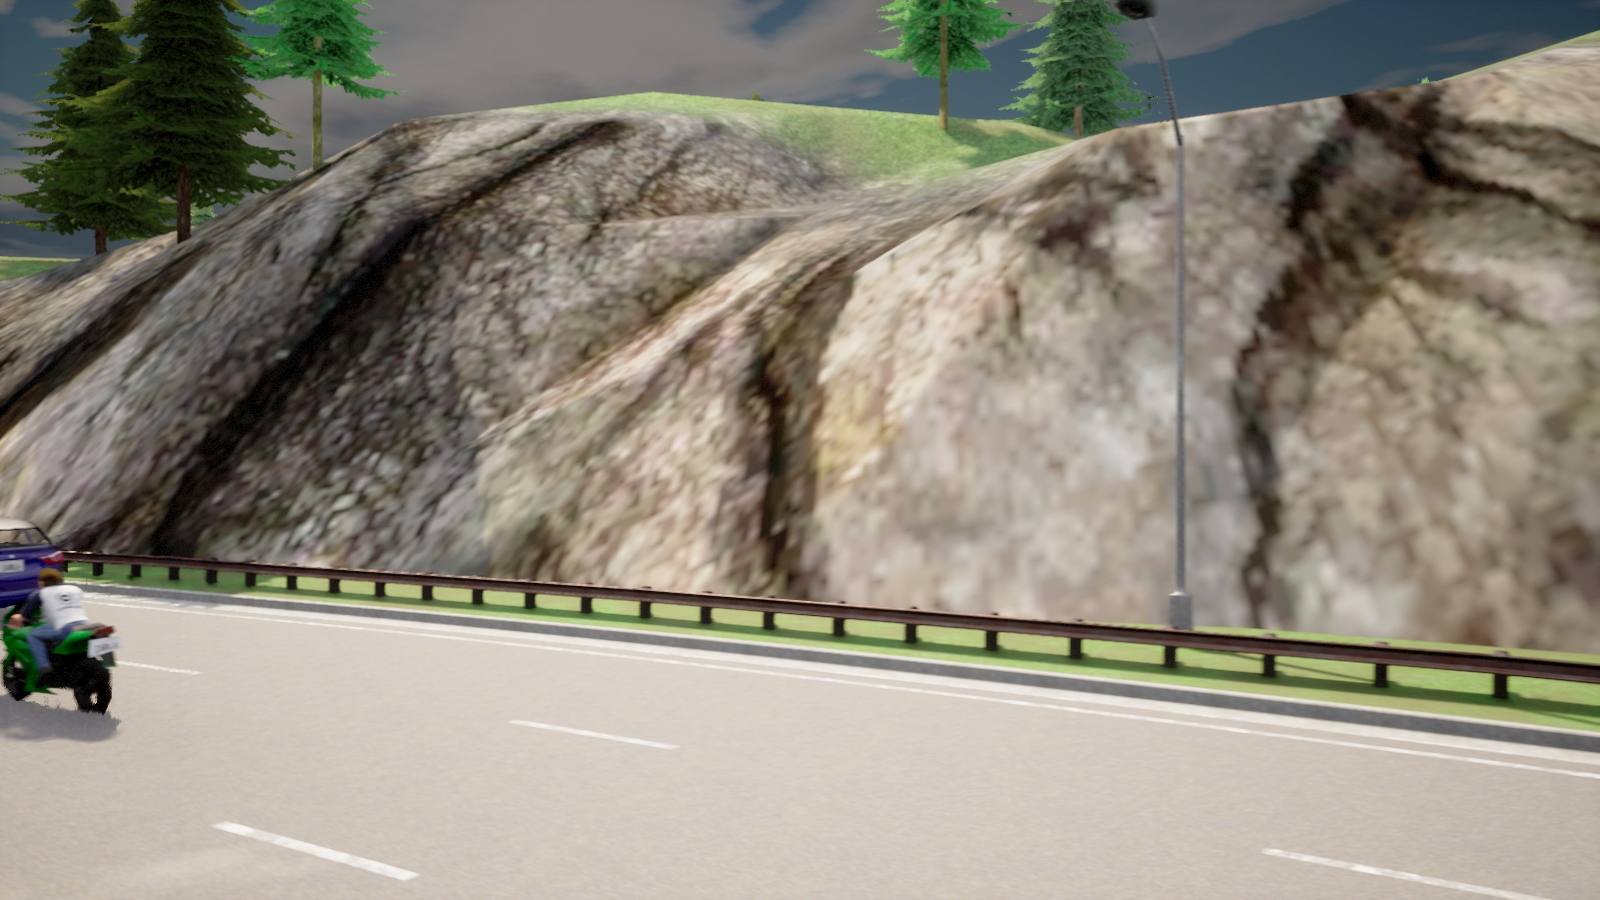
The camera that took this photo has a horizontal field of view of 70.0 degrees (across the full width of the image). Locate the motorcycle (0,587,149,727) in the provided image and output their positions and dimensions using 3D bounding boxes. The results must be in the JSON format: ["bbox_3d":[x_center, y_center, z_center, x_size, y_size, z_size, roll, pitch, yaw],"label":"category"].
[{"bbox_3d":[-8.050,2.186,12.350,2.033,1.199,0.803,0,0,29],"label":"motorcycle"}]

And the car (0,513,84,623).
[{"bbox_3d":[-14.939,1.967,19.684,4.611,1.667,2.242,0,0,25],"label":"car"}]
